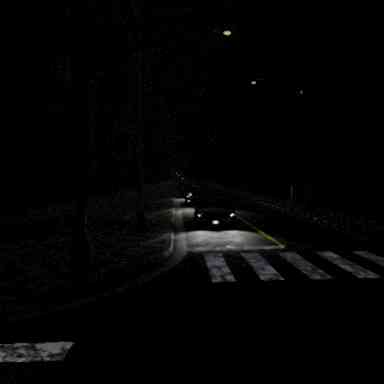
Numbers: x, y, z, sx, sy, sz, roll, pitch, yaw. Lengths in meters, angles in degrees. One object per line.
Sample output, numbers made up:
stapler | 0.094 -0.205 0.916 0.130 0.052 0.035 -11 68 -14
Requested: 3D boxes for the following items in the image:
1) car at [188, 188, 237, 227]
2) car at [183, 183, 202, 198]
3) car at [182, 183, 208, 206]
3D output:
car | 0.977 0.747 16.407 2.033 1.411 5.357 -1 3 0
car | 0.035 -0.180 36.110 1.812 1.442 4.674 -1 3 -3
car | 0.479 0.110 26.002 2.097 1.767 4.553 -1 3 -3
